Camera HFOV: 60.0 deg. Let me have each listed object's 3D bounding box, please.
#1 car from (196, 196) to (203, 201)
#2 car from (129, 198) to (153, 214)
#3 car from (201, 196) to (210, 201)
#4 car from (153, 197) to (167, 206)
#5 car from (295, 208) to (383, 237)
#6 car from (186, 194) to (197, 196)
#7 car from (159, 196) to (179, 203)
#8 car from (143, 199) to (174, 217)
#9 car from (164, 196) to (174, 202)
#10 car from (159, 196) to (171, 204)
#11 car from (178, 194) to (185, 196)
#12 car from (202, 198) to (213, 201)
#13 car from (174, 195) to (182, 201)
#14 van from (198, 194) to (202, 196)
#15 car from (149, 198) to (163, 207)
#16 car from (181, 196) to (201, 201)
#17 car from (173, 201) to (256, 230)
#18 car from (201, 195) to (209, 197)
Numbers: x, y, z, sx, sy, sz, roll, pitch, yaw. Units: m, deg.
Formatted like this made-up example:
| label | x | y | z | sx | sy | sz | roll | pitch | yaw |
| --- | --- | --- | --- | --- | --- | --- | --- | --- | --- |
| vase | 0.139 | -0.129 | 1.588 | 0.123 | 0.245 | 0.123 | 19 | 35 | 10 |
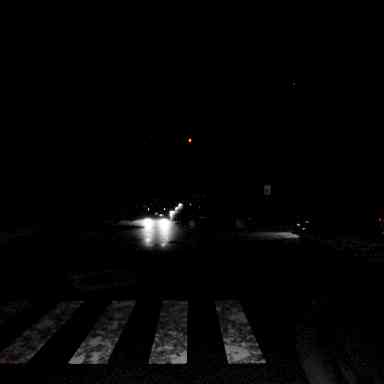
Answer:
| label | x | y | z | sx | sy | sz | roll | pitch | yaw |
| --- | --- | --- | --- | --- | --- | --- | --- | --- | --- |
| car | 2.064 | 1.698 | 90.133 | 1.812 | 1.442 | 4.674 | 0 | 0 | 0 |
| car | -5.661 | 1.480 | 36.181 | 1.967 | 1.590 | 4.097 | 0 | 0 | 0 |
| car | 2.387 | 1.641 | 47.187 | 1.802 | 1.307 | 4.206 | 0 | 0 | 0 |
| car | -5.616 | 1.634 | 58.224 | 2.008 | 1.369 | 4.403 | 0 | 0 | 0 |
| car | 7.576 | 1.532 | 17.407 | 4.181 | 1.385 | 1.994 | 0 | 0 | 0 |
| car | -0.162 | 1.677 | 70.550 | 1.994 | 1.385 | 4.181 | 0 | 0 | 0 |
| car | -3.107 | 1.614 | 42.017 | 1.994 | 1.385 | 4.181 | 0 | 0 | 1 |
| car | -3.150 | 1.634 | 32.061 | 1.895 | 1.301 | 4.718 | 0 | 0 | 1 |
| car | -5.571 | 1.694 | 80.267 | 2.008 | 1.369 | 4.403 | 0 | 0 | 0 |
| car | -5.594 | 1.552 | 69.246 | 1.967 | 1.590 | 4.097 | 0 | 0 | 0 |
| car | -2.980 | 1.595 | 65.934 | 2.128 | 1.511 | 4.902 | 0 | 0 | 1 |
| car | 2.364 | 1.606 | 36.164 | 1.947 | 1.339 | 4.313 | 0 | 0 | 0 |
| car | -3.086 | 1.633 | 52.001 | 1.994 | 1.385 | 4.181 | 0 | 0 | 0 |
| van | 2.409 | 1.424 | 58.208 | 1.690 | 1.788 | 3.998 | 0 | 0 | 0 |
| car | -5.627 | 1.653 | 52.713 | 1.802 | 1.307 | 4.206 | 0 | 0 | 0 |
| car | -0.159 | 1.621 | 45.961 | 1.994 | 1.385 | 4.181 | 0 | 0 | 0 |
| car | 1.469 | 1.523 | 20.636 | 4.892 | 1.490 | 1.837 | 1 | 0 | 0 |
| car | 2.398 | 1.636 | 52.697 | 1.947 | 1.339 | 4.313 | 0 | 0 | 0 |
